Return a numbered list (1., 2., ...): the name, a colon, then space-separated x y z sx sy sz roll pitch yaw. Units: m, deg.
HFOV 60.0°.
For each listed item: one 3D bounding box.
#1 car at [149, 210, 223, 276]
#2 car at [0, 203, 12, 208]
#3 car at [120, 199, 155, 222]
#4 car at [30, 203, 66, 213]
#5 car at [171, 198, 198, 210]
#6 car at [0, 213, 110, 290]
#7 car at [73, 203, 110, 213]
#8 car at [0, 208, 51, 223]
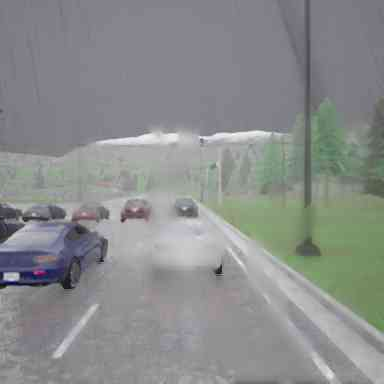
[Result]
1. car: -0.151 1.490 10.141 1.812 1.442 4.674 0 0 -2
2. car: -14.539 1.520 24.480 2.033 1.411 5.357 0 0 -1
3. car: -4.061 1.279 25.399 2.097 1.767 4.553 0 0 -2
4. car: -11.060 1.520 25.161 1.994 1.385 4.181 0 0 -1
5. car: -0.597 1.260 26.917 2.097 1.767 4.553 0 0 -1
6. car: -3.619 1.509 8.900 1.812 1.442 4.674 0 0 -1
7. car: -7.556 1.505 25.244 1.994 1.385 4.181 0 0 -2
8. car: -7.191 1.535 11.732 2.033 1.411 5.357 0 0 -2
